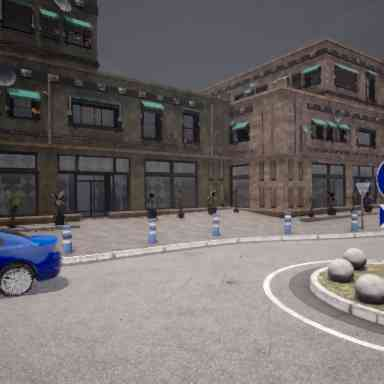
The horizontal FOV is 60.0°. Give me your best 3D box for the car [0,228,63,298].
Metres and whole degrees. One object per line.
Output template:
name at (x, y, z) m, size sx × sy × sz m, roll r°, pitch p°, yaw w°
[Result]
car at (-5.368, 1.440, 6.901) m, size 5.008 × 1.535 × 1.882 m, roll 0°, pitch 0°, yaw -34°
